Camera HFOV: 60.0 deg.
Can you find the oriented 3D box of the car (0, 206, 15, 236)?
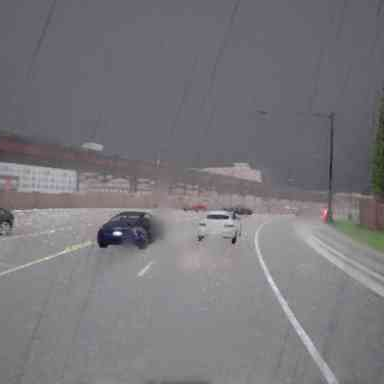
[{"bbox_3d":[-9.556,1.204,13.871,1.837,1.490,4.892,2,0,8],"label":"car"}]

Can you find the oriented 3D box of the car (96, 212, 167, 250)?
[{"bbox_3d":[-2.433,1.545,14.428,1.994,1.385,4.181,2,0,10],"label":"car"}]

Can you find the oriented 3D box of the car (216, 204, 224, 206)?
[{"bbox_3d":[4.813,2.813,54.863,2.128,1.511,4.902,1,-3,31],"label":"car"}]

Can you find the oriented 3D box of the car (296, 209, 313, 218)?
[{"bbox_3d":[20.202,3.875,59.645,1.837,1.490,4.892,0,-4,35],"label":"car"}]

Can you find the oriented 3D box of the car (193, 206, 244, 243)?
[{"bbox_3d":[1.489,1.672,17.047,1.812,1.442,4.674,2,0,12],"label":"car"}]

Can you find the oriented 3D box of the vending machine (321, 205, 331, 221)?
[{"bbox_3d":[18.538,2.827,45.906,1.100,2.100,0.880,3,-1,31],"label":"vending machine"}]

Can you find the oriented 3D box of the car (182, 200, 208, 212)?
[{"bbox_3d":[0.607,2.318,54.609,2.150,2.045,5.566,1,-3,30],"label":"car"}]

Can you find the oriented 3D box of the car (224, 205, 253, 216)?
[{"bbox_3d":[6.665,2.498,44.804,2.033,1.411,5.357,1,-3,28],"label":"car"}]
